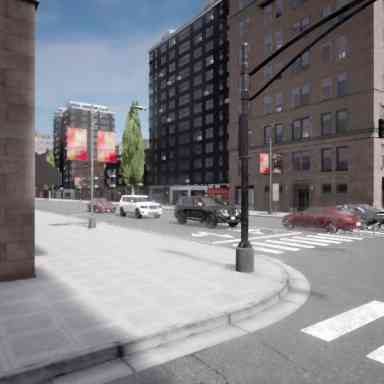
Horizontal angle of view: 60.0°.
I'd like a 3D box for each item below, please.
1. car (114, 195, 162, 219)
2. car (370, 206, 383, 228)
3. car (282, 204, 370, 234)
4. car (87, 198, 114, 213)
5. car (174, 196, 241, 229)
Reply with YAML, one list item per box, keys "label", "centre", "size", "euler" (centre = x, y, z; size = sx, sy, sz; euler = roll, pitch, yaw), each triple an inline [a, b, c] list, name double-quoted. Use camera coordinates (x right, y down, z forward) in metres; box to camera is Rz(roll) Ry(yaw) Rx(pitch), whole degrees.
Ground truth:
- label: "car"
  centre: [-4.935, 1.325, 31.034]
  size: [2.150, 2.045, 5.566]
  euler: [0, 0, -36]
- label: "car"
  centre: [10.111, 1.545, 21.646]
  size: [2.128, 1.511, 4.902]
  euler: [0, 0, -36]
- label: "car"
  centre: [7.546, 1.572, 19.644]
  size: [1.812, 1.442, 4.674]
  euler: [0, 0, -36]
- label: "car"
  centre: [-10.595, 1.492, 38.885]
  size: [2.097, 1.767, 4.553]
  euler: [0, 0, -36]
- label: "car"
  centre: [0.936, 1.286, 22.901]
  size: [2.150, 2.045, 5.566]
  euler: [0, 0, -36]
